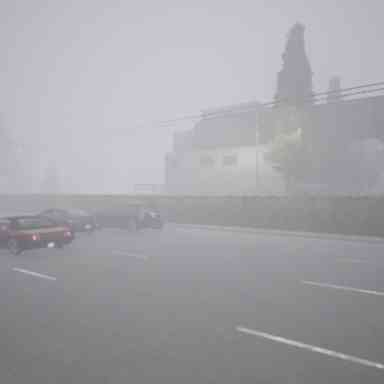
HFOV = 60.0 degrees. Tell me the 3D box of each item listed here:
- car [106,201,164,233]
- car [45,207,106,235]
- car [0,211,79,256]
[{"bbox_3d":[-3.884,1.336,19.643,4.553,1.767,2.097,0,0,36],"label":"car"},{"bbox_3d":[-6.945,1.508,17.524,4.674,1.442,1.812,0,0,35],"label":"car"},{"bbox_3d":[-6.809,1.586,13.129,4.718,1.301,1.895,0,0,36],"label":"car"}]
